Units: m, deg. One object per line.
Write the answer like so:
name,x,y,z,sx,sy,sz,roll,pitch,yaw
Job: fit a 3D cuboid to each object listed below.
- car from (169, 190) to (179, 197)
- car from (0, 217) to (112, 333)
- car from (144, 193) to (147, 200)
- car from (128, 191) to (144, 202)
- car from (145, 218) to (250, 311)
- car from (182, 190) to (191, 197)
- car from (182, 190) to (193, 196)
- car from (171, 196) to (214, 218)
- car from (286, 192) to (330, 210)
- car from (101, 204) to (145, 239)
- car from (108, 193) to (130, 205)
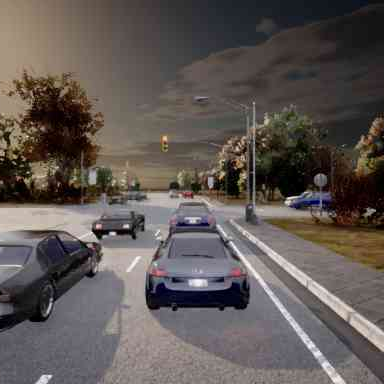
car,-4.394,0.882,84.193,1.994,1.385,4.181,0,1,-4
car,-3.423,1.527,7.106,2.033,1.411,5.357,0,0,-1
car,-10.945,0.953,73.157,1.882,1.535,5.008,0,1,-1
car,-10.850,0.807,61.851,2.150,2.045,5.566,0,1,0
car,0.074,1.540,7.798,1.994,1.385,4.181,0,0,-1
car,-1.671,0.388,94.164,2.097,1.767,4.553,0,1,-7
car,-0.845,0.561,83.517,2.150,2.045,5.566,0,1,-4
car,0.029,1.270,16.431,2.097,1.767,4.553,0,0,0
car,13.988,0.991,37.509,5.566,2.045,2.150,0,0,-3
car,-3.492,1.517,16.750,1.895,1.301,4.718,0,0,-1
car,-10.805,1.257,48.242,1.994,1.385,4.181,0,0,0
